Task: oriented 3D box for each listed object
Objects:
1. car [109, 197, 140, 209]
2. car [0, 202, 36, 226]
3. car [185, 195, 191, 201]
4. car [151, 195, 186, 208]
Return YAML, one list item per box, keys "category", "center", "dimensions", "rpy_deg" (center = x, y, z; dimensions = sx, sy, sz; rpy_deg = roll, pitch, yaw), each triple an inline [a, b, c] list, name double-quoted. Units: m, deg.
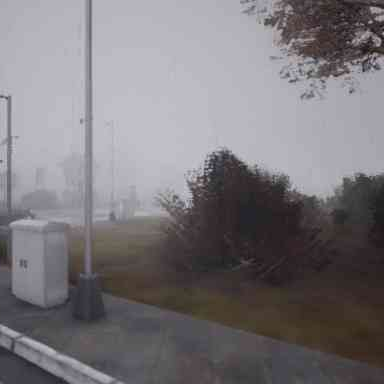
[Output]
- category: "car"
  center: [-9.171, 1.502, 45.603]
  dimensions: [2.128, 1.511, 4.902]
  rpy_deg: [0, 0, 33]
- category: "car"
  center: [-12.295, 1.359, 20.966]
  dimensions: [2.097, 1.767, 4.553]
  rpy_deg: [0, 0, 32]
- category: "car"
  center: [-0.602, 1.141, 58.877]
  dimensions: [1.882, 1.535, 5.008]
  rpy_deg: [0, 0, 33]
- category: "car"
  center: [-3.565, 1.557, 47.875]
  dimensions: [2.033, 1.411, 5.357]
  rpy_deg: [0, 0, 33]
